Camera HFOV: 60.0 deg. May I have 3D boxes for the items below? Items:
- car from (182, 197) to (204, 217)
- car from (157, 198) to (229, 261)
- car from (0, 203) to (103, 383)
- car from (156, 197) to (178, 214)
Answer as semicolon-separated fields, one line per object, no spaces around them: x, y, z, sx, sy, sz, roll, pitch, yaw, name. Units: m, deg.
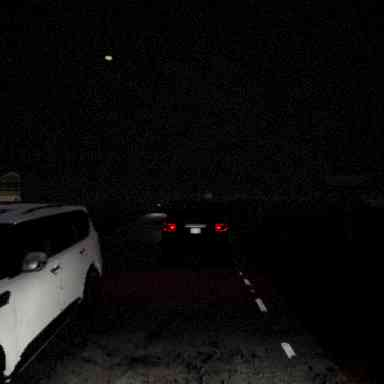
0.108;1.429;33.240;2.097;1.767;4.553;0;0;0;car
0.105;1.237;12.485;2.150;2.045;5.566;0;0;0;car
-2.848;1.223;4.511;2.150;2.045;5.566;0;0;0;car
-2.752;1.447;37.943;2.097;1.767;4.553;0;0;0;car
